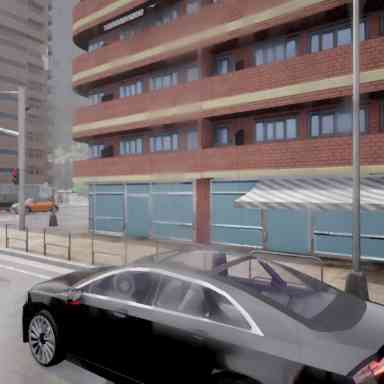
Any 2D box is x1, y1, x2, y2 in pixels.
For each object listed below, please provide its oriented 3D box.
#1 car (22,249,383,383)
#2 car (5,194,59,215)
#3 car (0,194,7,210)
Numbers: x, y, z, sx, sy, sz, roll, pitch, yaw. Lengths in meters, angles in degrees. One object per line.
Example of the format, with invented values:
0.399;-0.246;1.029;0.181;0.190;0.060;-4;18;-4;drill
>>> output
-0.202;1.491;4.132;4.902;1.511;2.128;0;0;35;car
-16.287;1.352;34.487;2.097;1.767;4.553;0;0;36;car
-20.213;1.221;35.044;2.150;2.045;5.566;0;0;35;car
